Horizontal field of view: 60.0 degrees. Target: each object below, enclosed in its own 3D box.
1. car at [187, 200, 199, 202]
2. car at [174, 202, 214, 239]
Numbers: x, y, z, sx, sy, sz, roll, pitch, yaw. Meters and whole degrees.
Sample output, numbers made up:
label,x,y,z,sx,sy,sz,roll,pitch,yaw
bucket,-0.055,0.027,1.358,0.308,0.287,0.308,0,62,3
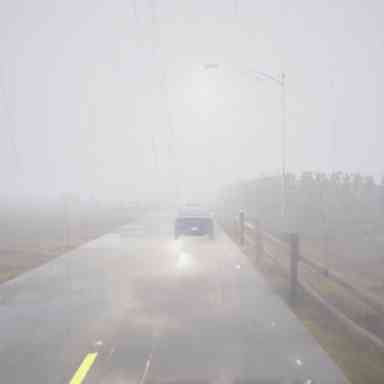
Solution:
label,x,y,z,sx,sy,sz,roll,pitch,yaw
car,0.096,1.653,37.805,2.128,1.511,4.902,0,-1,0
car,0.098,1.505,17.430,1.882,1.535,5.008,0,0,0
